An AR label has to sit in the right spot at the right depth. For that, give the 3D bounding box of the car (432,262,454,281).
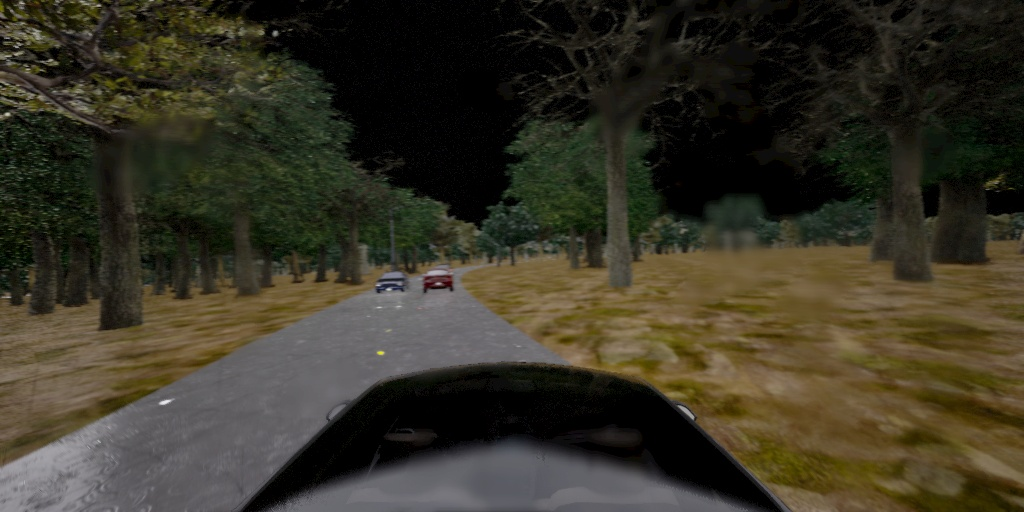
[{"bbox_3d":[-7.379,1.639,38.714,2.097,1.767,4.553,-2,0,-8],"label":"car"}]

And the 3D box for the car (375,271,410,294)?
[{"bbox_3d":[-8.456,1.810,25.769,2.033,1.411,5.357,-3,0,-11],"label":"car"}]

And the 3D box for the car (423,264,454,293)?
[{"bbox_3d":[-5.038,1.580,24.483,1.882,1.535,5.008,-3,0,-12],"label":"car"}]
